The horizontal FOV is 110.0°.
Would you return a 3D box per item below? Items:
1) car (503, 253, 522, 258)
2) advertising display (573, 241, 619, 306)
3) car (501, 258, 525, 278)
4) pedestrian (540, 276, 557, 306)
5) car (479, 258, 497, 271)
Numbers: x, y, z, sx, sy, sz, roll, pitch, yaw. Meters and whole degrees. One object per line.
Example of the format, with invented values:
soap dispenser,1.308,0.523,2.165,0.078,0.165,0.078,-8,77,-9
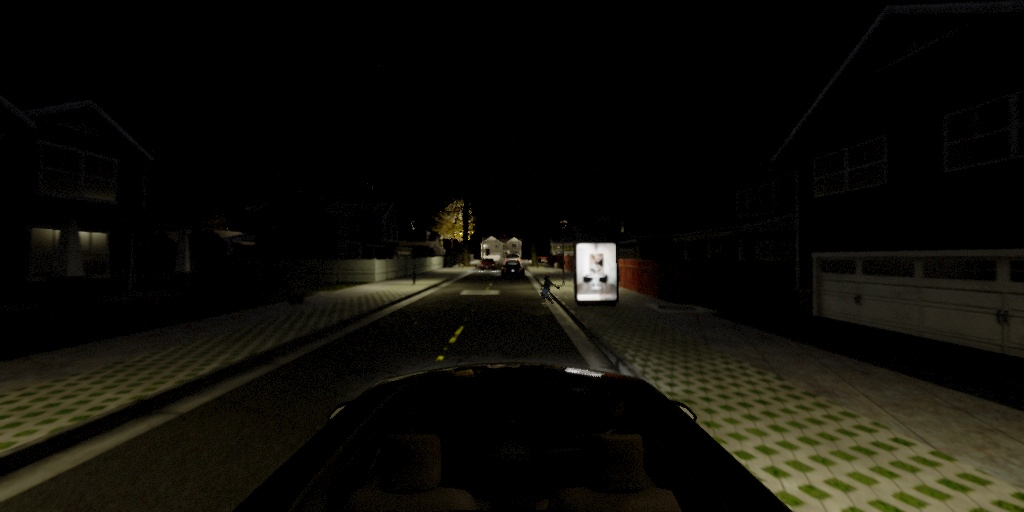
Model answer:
car,0.063,0.665,46.423,2.150,2.045,5.566,0,1,0
advertising display,3.009,0.701,12.797,1.540,2.440,0.280,0,0,0
car,0.069,1.117,30.518,1.994,1.385,4.181,0,0,0
pedestrian,1.373,0.961,13.704,0.375,1.860,0.375,1,0,-12
car,-2.843,0.991,43.039,1.812,1.442,4.674,0,0,0
